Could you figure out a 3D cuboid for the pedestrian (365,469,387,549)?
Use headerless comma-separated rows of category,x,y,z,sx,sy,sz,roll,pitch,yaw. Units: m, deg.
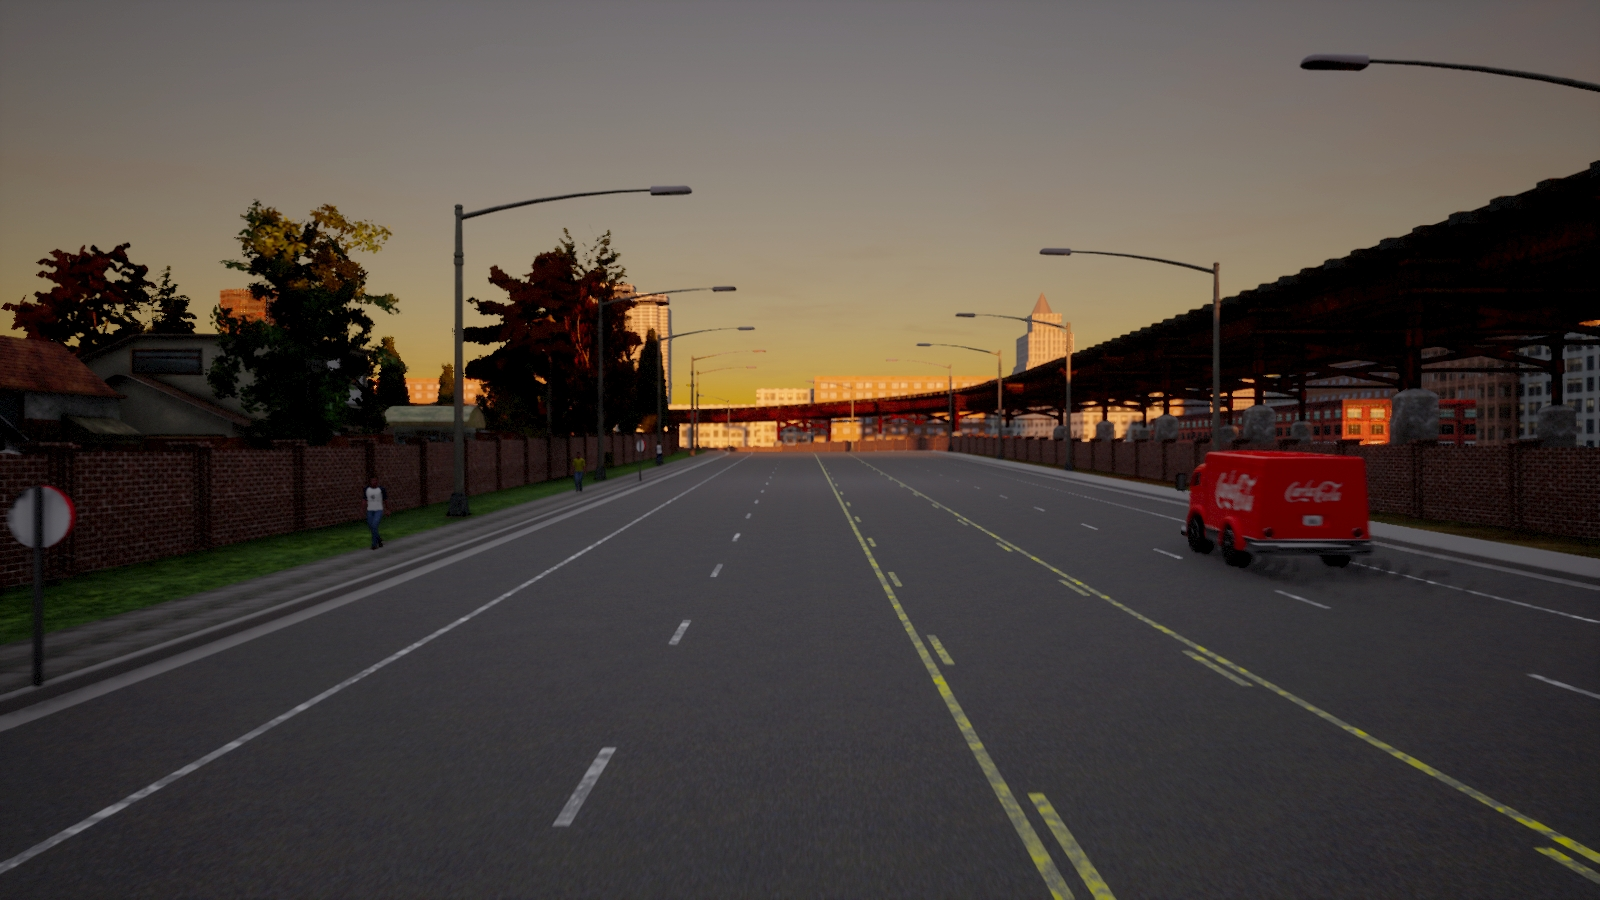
pedestrian,-9.933,1.378,26.785,0.375,1.860,0.375,0,0,-2

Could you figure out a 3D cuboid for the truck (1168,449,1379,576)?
truck,10.505,1.273,25.935,2.627,2.467,5.204,0,1,0

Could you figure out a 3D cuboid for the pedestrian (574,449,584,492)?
pedestrian,-9.639,0.901,49.799,0.375,1.860,0.375,0,0,-1
